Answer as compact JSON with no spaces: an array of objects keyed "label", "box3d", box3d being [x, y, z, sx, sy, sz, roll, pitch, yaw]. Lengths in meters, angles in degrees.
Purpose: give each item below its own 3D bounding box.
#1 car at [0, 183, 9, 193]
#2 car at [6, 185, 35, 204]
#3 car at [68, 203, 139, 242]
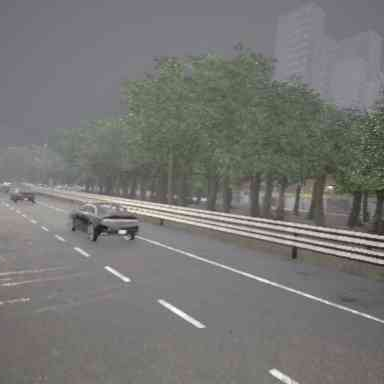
[{"label":"car","box3d":[-27.970,-0.502,49.205,2.128,1.511,4.902,4,0,-33]},{"label":"car","box3d":[-17.096,0.342,33.495,1.837,1.490,4.892,4,-1,-35]},{"label":"car","box3d":[-4.040,1.226,14.791,2.128,1.511,4.902,5,0,-35]}]
